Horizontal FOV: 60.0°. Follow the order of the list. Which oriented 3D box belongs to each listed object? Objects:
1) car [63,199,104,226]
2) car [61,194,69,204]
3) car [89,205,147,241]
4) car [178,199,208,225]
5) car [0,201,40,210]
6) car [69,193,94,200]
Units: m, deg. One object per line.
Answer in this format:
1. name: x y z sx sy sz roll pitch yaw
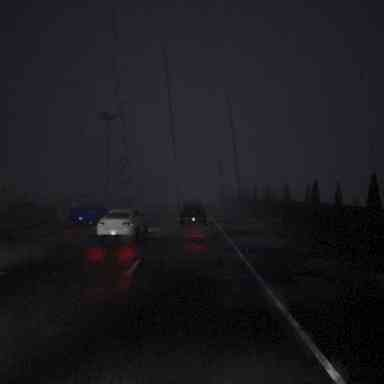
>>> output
1. car: -6.900 1.474 23.090 1.882 1.535 5.008 0 0 0
2. car: -20.997 1.302 58.365 2.150 2.045 5.566 0 0 0
3. car: -3.399 1.523 16.651 1.812 1.442 4.674 0 0 0
4. car: 0.101 1.503 24.063 1.837 1.490 4.892 0 1 0
5. car: -14.087 1.500 27.075 1.837 1.490 4.892 0 0 0
6. car: -17.498 1.199 53.875 2.150 2.045 5.566 0 0 0
